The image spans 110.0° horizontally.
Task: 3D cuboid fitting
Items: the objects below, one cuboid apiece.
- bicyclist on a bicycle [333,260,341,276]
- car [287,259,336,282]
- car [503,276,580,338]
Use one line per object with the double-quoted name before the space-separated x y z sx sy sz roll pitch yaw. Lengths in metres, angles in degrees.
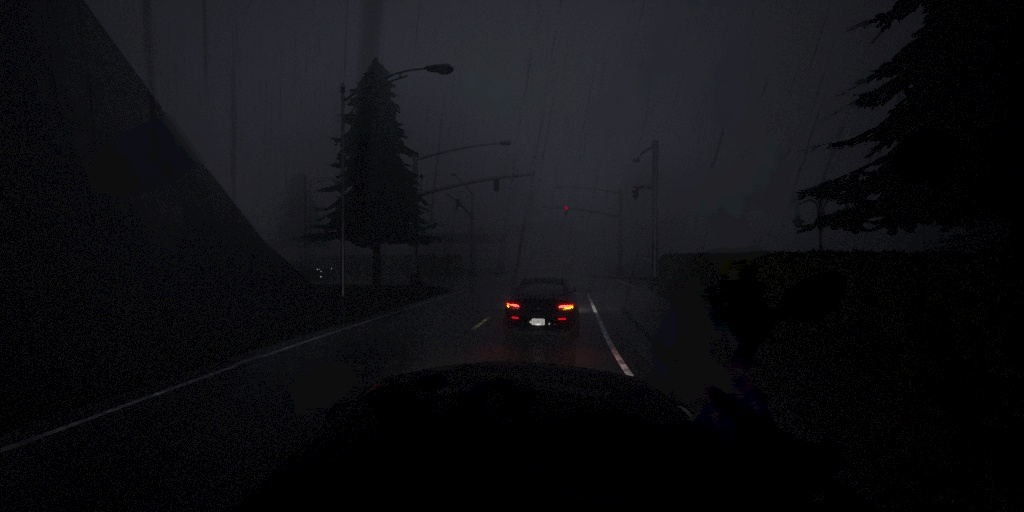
"bicyclist on a bicycle" -17.340 1.203 35.410 0.582 1.620 1.656 0 0 8
"car" -16.279 1.103 28.137 4.553 1.767 2.097 0 0 9
"car" 0.927 1.276 10.119 1.812 1.442 4.674 0 0 9
